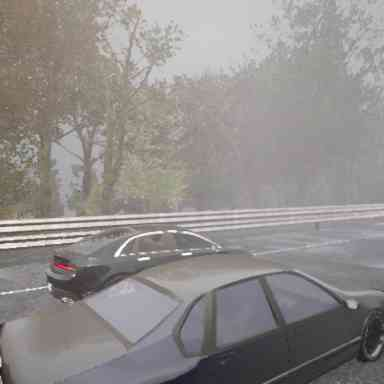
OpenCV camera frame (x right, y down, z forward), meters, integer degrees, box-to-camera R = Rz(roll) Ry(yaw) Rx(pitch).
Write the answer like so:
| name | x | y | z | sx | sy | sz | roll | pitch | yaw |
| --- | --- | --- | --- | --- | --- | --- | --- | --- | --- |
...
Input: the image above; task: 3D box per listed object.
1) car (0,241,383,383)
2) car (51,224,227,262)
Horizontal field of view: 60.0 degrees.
| name | x | y | z | sx | sy | sz | roll | pitch | yaw |
| --- | --- | --- | --- | --- | --- | --- | --- | --- | --- |
| car | 0.531 | 1.544 | 4.120 | 5.357 | 1.411 | 2.033 | 0 | 0 | -35 |
| car | -0.655 | 1.501 | 7.557 | 4.892 | 1.490 | 1.837 | 0 | 0 | -35 |
